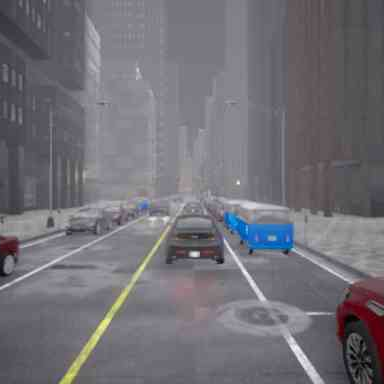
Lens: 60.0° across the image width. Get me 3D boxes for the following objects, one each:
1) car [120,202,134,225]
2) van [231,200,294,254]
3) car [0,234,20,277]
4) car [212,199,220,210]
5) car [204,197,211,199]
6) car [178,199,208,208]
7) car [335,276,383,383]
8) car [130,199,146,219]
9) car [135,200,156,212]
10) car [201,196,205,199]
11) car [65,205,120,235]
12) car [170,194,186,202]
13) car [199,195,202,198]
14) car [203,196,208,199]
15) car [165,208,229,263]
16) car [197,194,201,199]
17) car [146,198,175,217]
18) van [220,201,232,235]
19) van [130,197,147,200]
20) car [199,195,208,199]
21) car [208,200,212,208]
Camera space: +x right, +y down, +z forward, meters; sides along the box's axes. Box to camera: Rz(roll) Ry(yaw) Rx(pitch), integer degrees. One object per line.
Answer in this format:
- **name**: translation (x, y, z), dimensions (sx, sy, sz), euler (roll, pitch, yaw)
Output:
- **car**: translation (-5.759, 1.657, 24.571), dimensions (1.802, 1.307, 4.206), euler (0, 0, 0)
- **van**: translation (2.766, 1.382, 13.314), dimensions (1.690, 1.788, 3.998), euler (0, 0, 0)
- **car**: translation (-5.760, 1.567, 7.663), dimensions (1.887, 1.381, 4.507), euler (0, 0, 0)
- **car**: translation (2.766, 1.516, 24.587), dimensions (1.967, 1.590, 4.097), euler (0, 0, 0)
- **car**: translation (2.767, 1.701, 41.497), dimensions (1.947, 1.339, 4.313), euler (0, 0, 0)
- **car**: translation (0.096, 1.640, 29.601), dimensions (2.033, 1.411, 5.357), euler (0, 0, 0)
- **car**: translation (2.765, 1.322, 2.042), dimensions (2.192, 1.841, 5.009), euler (0, 0, 0)
- **car**: translation (-5.758, 1.645, 30.207), dimensions (2.008, 1.369, 4.403), euler (0, 0, 0)
- **car**: translation (-5.758, 1.685, 41.480), dimensions (2.008, 1.369, 4.403), euler (0, 0, 0)
- **car**: translation (2.768, 1.745, 52.769), dimensions (1.947, 1.339, 4.313), euler (0, 0, 0)
- **car**: translation (-5.759, 1.608, 18.935), dimensions (2.008, 1.369, 4.403), euler (0, 0, 0)
- **car**: translation (-2.995, 1.474, 72.917), dimensions (2.150, 2.045, 5.566), euler (0, 0, 0)
- **car**: translation (2.768, 1.752, 64.212), dimensions (1.752, 1.417, 4.829), euler (0, 0, 0)
- **car**: translation (2.767, 1.683, 47.303), dimensions (1.752, 1.417, 4.829), euler (0, 0, 0)
- **car**: translation (0.089, 1.543, 12.039), dimensions (1.837, 1.490, 4.892), euler (0, 0, 0)
- **car**: translation (2.769, 1.589, 75.316), dimensions (2.192, 1.841, 5.009), euler (0, 0, 0)
- **car**: translation (-3.097, 1.653, 33.346), dimensions (2.033, 1.411, 5.357), euler (0, 0, 0)
- **van**: translation (2.766, 1.399, 18.951), dimensions (1.690, 1.788, 3.998), euler (0, 0, 0)
- **van**: translation (-5.758, 1.455, 35.845), dimensions (1.690, 1.788, 3.998), euler (0, 0, 0)
- **car**: translation (2.768, 1.747, 58.406), dimensions (1.887, 1.381, 4.507), euler (0, 0, 0)
- **car**: translation (2.767, 1.661, 30.223), dimensions (1.947, 1.339, 4.313), euler (0, 0, 0)
